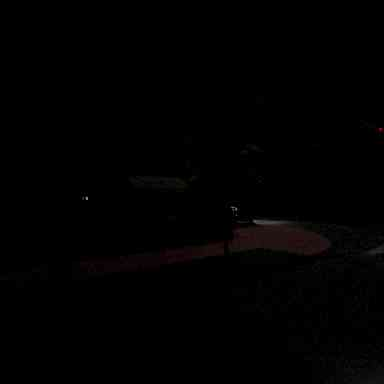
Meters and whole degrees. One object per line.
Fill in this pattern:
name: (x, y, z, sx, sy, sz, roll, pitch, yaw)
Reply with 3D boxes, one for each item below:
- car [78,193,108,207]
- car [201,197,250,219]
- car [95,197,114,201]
car: (-15.101, 1.148, 50.489, 2.150, 2.045, 5.566, 0, 0, -42)
car: (2.398, 1.218, 26.001, 2.097, 1.767, 4.553, 0, 0, -43)
car: (-10.548, 1.258, 40.092, 2.097, 1.767, 4.553, 0, 0, -42)
